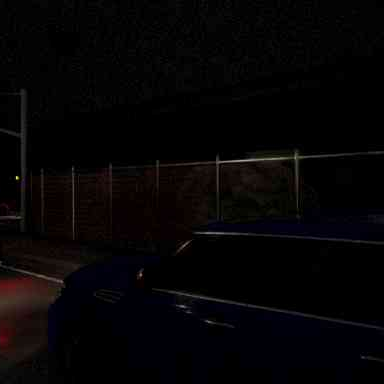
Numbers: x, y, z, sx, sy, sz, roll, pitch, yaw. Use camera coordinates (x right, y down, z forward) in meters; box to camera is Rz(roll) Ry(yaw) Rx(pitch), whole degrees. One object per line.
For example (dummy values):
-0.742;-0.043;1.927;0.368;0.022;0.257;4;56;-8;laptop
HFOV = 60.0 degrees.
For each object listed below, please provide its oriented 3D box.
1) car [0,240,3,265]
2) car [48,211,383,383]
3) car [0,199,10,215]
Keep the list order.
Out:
-7.128;1.492;9.074;4.902;1.511;2.128;0;0;33;car
0.887;1.221;3.358;5.566;2.045;2.150;0;0;35;car
-20.228;1.407;31.937;2.097;1.767;4.553;0;0;37;car
